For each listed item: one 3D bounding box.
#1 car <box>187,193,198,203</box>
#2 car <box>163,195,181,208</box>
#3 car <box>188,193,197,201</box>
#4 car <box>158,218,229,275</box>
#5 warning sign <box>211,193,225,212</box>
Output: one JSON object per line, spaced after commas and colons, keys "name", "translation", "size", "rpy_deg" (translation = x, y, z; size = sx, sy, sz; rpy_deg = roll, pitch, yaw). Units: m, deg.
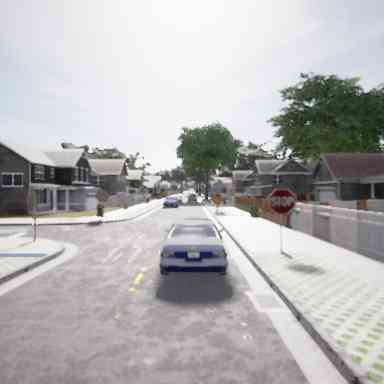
{"name": "car", "translation": [0.089, 1.318, 62.786], "size": [2.033, 1.411, 5.357], "rpy_deg": [0, 0, 1]}
{"name": "car", "translation": [-2.816, 1.336, 44.425], "size": [1.882, 1.535, 5.008], "rpy_deg": [0, 0, 0]}
{"name": "car", "translation": [0.043, 1.033, 72.745], "size": [1.882, 1.535, 5.008], "rpy_deg": [0, 0, 0]}
{"name": "car", "translation": [0.058, 1.522, 10.321], "size": [2.033, 1.411, 5.357], "rpy_deg": [0, 0, 0]}
{"name": "warning sign", "translation": [2.539, 1.021, 32.959], "size": [1.300, 1.860, 1.060], "rpy_deg": [0, 0, 0]}
